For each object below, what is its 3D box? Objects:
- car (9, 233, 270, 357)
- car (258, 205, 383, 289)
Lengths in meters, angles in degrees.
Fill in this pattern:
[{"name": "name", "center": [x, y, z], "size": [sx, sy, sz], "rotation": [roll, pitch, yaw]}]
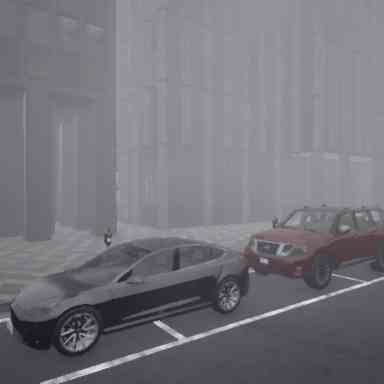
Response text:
[{"name": "car", "center": [-0.839, 1.565, 6.053], "size": [4.313, 1.339, 1.947], "rotation": [0, 0, -35]}, {"name": "car", "center": [3.749, 1.314, 9.327], "size": [5.009, 1.841, 2.192], "rotation": [0, 0, -35]}]
